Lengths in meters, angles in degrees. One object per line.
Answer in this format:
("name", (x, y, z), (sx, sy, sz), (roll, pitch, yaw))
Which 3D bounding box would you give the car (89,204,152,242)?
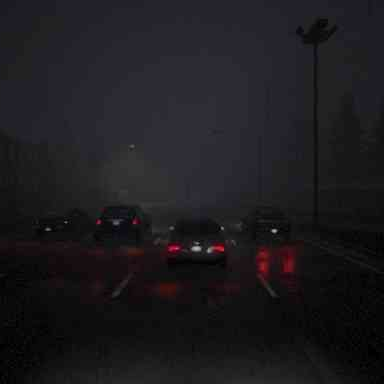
("car", (-3.271, 1.387, 16.586), (2.097, 1.767, 4.553), (0, 0, 1))

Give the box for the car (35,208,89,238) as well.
("car", (-6.766, 1.564, 17.981), (1.812, 1.442, 4.674), (0, 0, 0))

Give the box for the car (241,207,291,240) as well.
("car", (3.736, 1.531, 17.404), (2.128, 1.511, 4.902), (0, 0, 0))

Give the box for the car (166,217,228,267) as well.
("car", (0.166, 1.573, 11.405), (2.033, 1.411, 5.357), (0, 0, 1))
